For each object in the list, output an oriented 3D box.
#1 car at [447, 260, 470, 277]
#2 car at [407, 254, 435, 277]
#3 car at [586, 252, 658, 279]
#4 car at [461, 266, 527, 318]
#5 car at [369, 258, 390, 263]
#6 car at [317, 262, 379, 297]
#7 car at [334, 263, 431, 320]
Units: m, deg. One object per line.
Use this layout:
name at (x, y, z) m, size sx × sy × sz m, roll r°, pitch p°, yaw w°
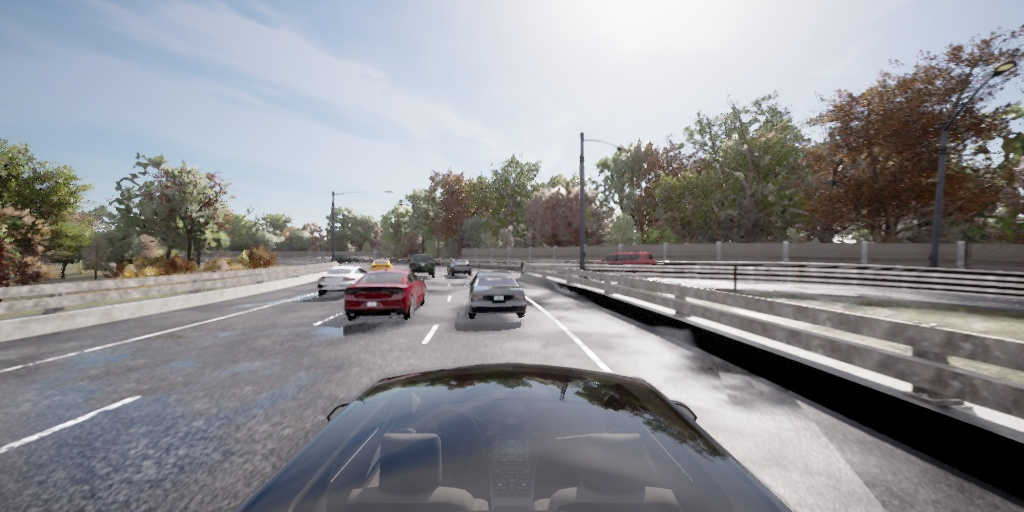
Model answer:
car at (-5.032, 1.113, 33.926) m, size 2.128 × 1.511 × 4.902 m, roll 0°, pitch 0°, yaw -16°
car at (-8.285, 0.855, 32.735) m, size 2.150 × 2.045 × 5.566 m, roll 0°, pitch 0°, yaw -17°
car at (8.535, 0.774, 28.353) m, size 5.566 × 2.045 × 2.150 m, roll -2°, pitch -1°, yaw 37°
car at (-0.656, 1.250, 12.838) m, size 2.033 × 1.411 × 5.357 m, roll 0°, pitch 0°, yaw -6°
car at (-12.660, 1.117, 34.800) m, size 1.882 × 1.535 × 5.008 m, roll 0°, pitch 0°, yaw -18°
car at (-8.528, 1.225, 18.684) m, size 1.812 × 1.442 × 4.674 m, roll 0°, pitch 0°, yaw -8°
car at (-4.196, 1.192, 12.547) m, size 1.882 × 1.535 × 5.008 m, roll 0°, pitch 0°, yaw -6°
